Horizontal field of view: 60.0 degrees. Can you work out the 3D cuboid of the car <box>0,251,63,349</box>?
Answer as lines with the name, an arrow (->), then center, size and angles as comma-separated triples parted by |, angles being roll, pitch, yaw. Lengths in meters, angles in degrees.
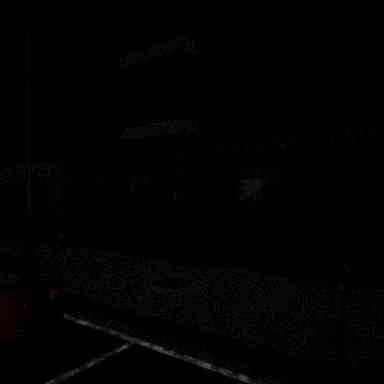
car -> -3.873, 1.646, 5.613 | 4.206, 1.307, 1.802 | -1, 0, 36
